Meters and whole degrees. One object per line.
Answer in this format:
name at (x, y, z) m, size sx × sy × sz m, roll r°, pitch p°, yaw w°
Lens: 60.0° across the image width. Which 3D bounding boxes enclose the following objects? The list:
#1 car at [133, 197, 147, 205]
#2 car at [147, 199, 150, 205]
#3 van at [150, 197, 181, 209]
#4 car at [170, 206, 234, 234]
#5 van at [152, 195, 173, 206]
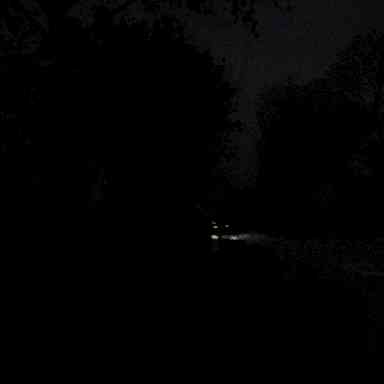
car at (-10.780, 1.809, 61.149) m, size 1.946 × 1.575 × 5.366 m, roll 0°, pitch 0°, yaw -36°
car at (-8.282, 1.693, 62.674) m, size 2.185 × 1.767 × 4.553 m, roll 0°, pitch 0°, yaw -36°
van at (-4.117, 1.586, 50.747) m, size 1.878 × 1.987 × 4.442 m, roll 0°, pitch 0°, yaw -36°
car at (0.726, 1.872, 22.179) m, size 1.837 × 1.490 × 4.892 m, roll 2°, pitch -2°, yaw -35°
van at (-5.764, 1.612, 64.376) m, size 1.878 × 1.987 × 4.442 m, roll 1°, pitch 0°, yaw -36°
